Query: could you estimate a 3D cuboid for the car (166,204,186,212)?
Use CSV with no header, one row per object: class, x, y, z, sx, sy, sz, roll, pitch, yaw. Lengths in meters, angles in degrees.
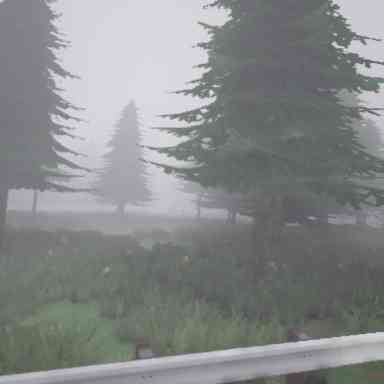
car,-2.936,3.172,63.755,2.097,1.767,4.553,6,0,29
